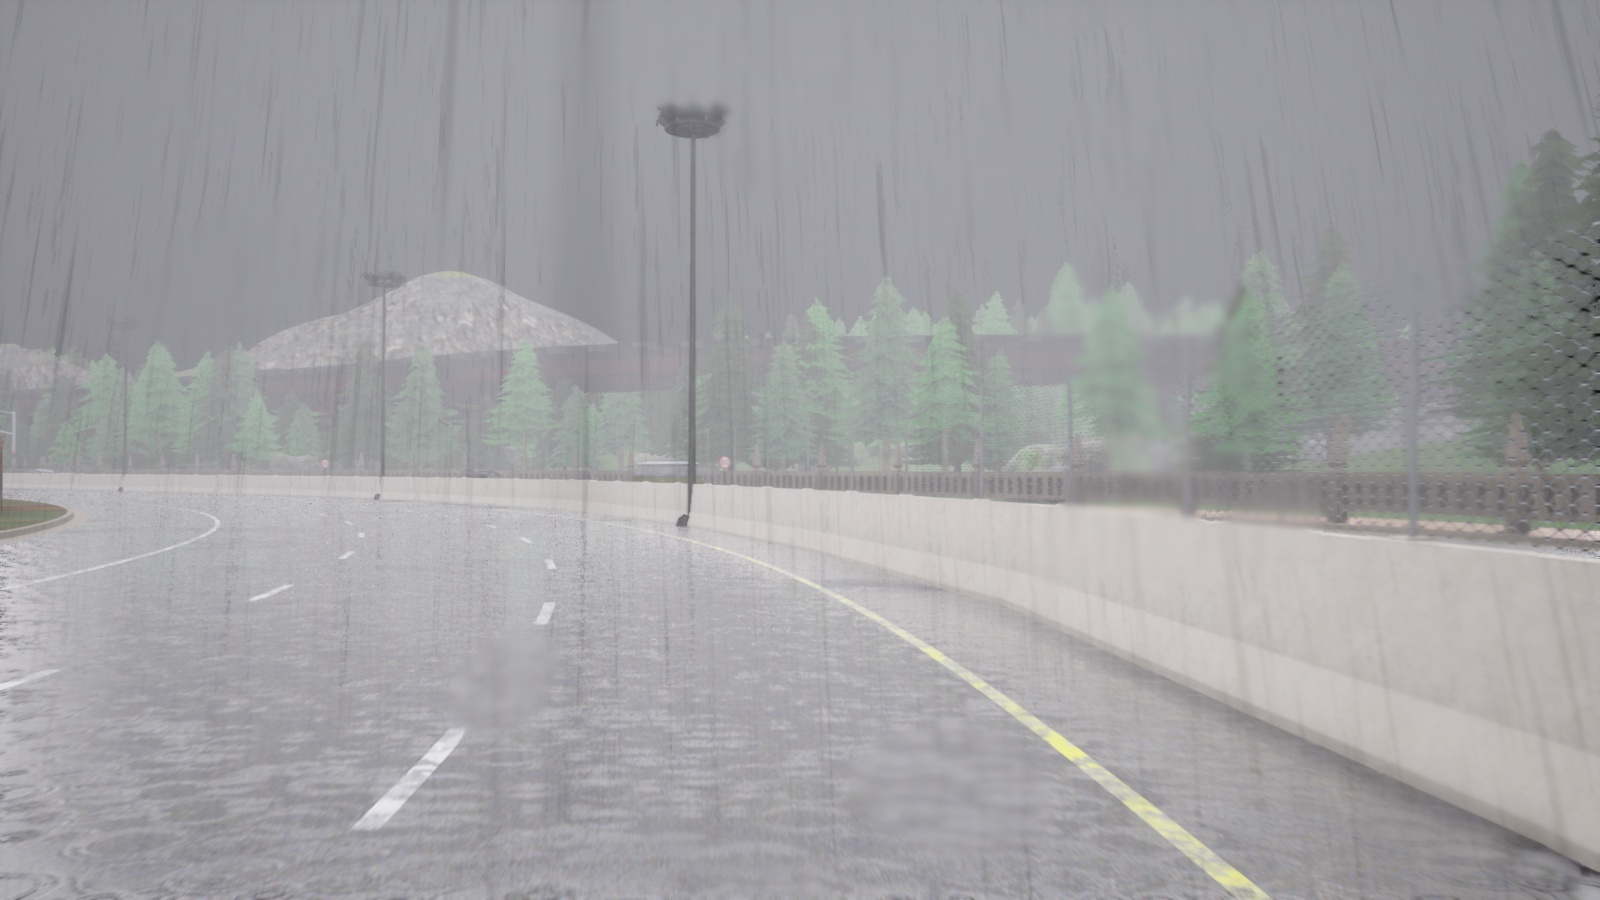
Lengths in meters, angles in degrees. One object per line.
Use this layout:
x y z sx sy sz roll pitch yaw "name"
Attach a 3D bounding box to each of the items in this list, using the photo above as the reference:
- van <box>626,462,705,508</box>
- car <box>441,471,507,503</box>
-6.122 1.544 56.672 1.775 1.987 4.442 0 -1 -32 "van"
-17.095 1.892 65.726 1.851 1.617 3.988 1 -1 -40 "car"
